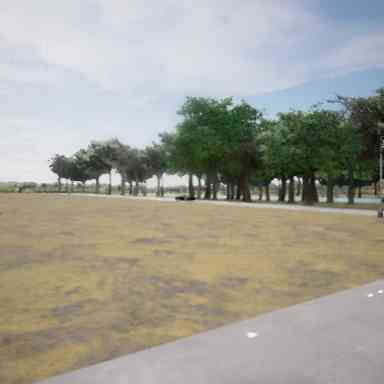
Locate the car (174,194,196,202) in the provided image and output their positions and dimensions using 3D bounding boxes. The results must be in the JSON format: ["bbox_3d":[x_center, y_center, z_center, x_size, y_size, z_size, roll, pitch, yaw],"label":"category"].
[{"bbox_3d":[-1.287,1.091,62.179,1.895,1.301,4.718,-1,1,-36],"label":"car"}]
